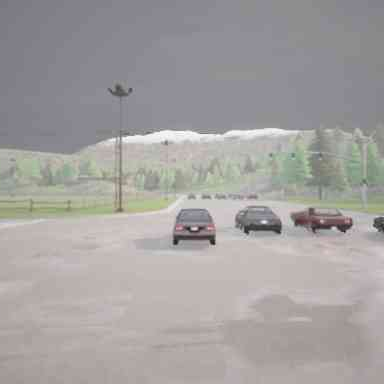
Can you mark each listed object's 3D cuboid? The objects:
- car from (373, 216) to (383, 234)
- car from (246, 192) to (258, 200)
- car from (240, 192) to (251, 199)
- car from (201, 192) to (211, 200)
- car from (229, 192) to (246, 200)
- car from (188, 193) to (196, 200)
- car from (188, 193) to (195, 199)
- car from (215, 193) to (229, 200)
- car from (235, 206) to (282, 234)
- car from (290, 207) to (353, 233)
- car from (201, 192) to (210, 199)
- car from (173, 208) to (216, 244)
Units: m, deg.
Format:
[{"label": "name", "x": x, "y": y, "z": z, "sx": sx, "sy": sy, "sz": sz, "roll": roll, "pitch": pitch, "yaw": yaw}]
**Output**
[{"label": "car", "x": 10.591, "y": 1.457, "z": 15.351, "sx": 2.033, "sy": 1.411, "sz": 5.357, "roll": 0, "pitch": 0, "yaw": 0}, {"label": "car", "x": 13.953, "y": 1.027, "z": 76.994, "sx": 1.882, "sy": 1.535, "sz": 5.008, "roll": 0, "pitch": 0, "yaw": 0}, {"label": "car", "x": 13.947, "y": 0.788, "z": 87.233, "sx": 2.097, "sy": 1.767, "sz": 4.553, "roll": 0, "pitch": 0, "yaw": 0}, {"label": "car", "x": 3.453, "y": 1.029, "z": 76.779, "sx": 1.882, "sy": 1.535, "sz": 5.008, "roll": 0, "pitch": 0, "yaw": 0}, {"label": "car", "x": 10.453, "y": 1.091, "z": 76.721, "sx": 2.033, "sy": 1.411, "sz": 5.357, "roll": 0, "pitch": 0, "yaw": 0}, {"label": "car", "x": -0.047, "y": 1.076, "z": 76.856, "sx": 2.128, "sy": 1.511, "sz": 4.902, "roll": 0, "pitch": 0, "yaw": 0}, {"label": "car", "x": -0.054, "y": 0.939, "z": 87.257, "sx": 1.837, "sy": 1.490, "sz": 4.892, "roll": 0, "pitch": 0, "yaw": 0}, {"label": "car", "x": 6.953, "y": 1.073, "z": 77.125, "sx": 1.812, "sy": 1.442, "sz": 4.674, "roll": 0, "pitch": 0, "yaw": 0}, {"label": "car", "x": 3.587, "y": 1.455, "z": 18.556, "sx": 1.994, "sy": 1.385, "sz": 4.181, "roll": 0, "pitch": 0, "yaw": 0}, {"label": "car", "x": 7.087, "y": 1.490, "z": 18.790, "sx": 1.895, "sy": 1.301, "sz": 4.718, "roll": 0, "pitch": 0, "yaw": 0}, {"label": "car", "x": 3.446, "y": 0.794, "z": 87.228, "sx": 2.097, "sy": 1.767, "sz": 4.553, "roll": 0, "pitch": 0, "yaw": 0}, {"label": "car", "x": 0.092, "y": 1.457, "z": 15.362, "sx": 2.033, "sy": 1.411, "sz": 5.357, "roll": 0, "pitch": 0, "yaw": 0}]
